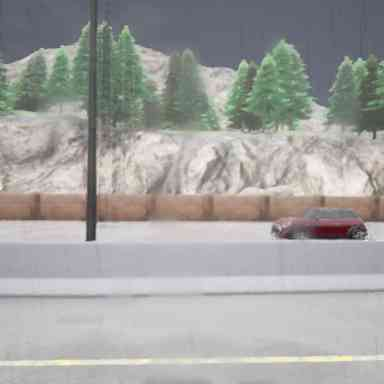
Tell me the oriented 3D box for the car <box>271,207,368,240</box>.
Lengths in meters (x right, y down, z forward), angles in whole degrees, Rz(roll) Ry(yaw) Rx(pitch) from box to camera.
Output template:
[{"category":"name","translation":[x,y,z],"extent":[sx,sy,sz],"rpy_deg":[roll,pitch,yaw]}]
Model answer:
[{"category":"car","translation":[6.494,1.622,17.273],"extent":[4.553,1.767,2.097],"rpy_deg":[0,-1,-4]}]
